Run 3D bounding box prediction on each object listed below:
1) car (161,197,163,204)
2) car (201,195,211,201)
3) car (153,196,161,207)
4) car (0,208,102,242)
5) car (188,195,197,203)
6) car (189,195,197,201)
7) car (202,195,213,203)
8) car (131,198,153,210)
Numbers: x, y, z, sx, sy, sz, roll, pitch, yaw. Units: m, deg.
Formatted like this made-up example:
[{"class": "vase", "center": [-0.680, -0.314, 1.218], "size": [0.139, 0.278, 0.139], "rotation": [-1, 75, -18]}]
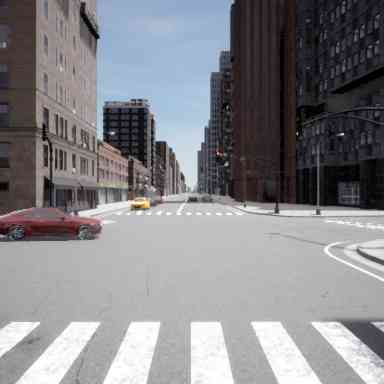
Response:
[{"class": "car", "center": [-6.450, 1.483, 61.867], "size": [1.882, 1.535, 5.008], "rotation": [0, 0, 0]}, {"class": "car", "center": [3.398, 1.493, 81.384], "size": [2.128, 1.511, 4.902], "rotation": [0, 0, 0]}, {"class": "car", "center": [-6.490, 1.570, 51.446], "size": [1.994, 1.385, 4.181], "rotation": [0, 0, 1]}, {"class": "car", "center": [-6.665, 1.471, 15.653], "size": [4.674, 1.442, 1.812], "rotation": [2, 0, -19]}, {"class": "car", "center": [0.129, 1.479, 70.970], "size": [1.882, 1.535, 5.008], "rotation": [0, 0, 0]}, {"class": "car", "center": [0.148, 1.446, 81.389], "size": [1.882, 1.535, 5.008], "rotation": [0, 0, 0]}, {"class": "car", "center": [3.379, 1.527, 70.964], "size": [2.128, 1.511, 4.902], "rotation": [0, 0, 0]}, {"class": "car", "center": [-6.521, 1.482, 42.196], "size": [1.882, 1.535, 5.008], "rotation": [0, 0, 0]}]
